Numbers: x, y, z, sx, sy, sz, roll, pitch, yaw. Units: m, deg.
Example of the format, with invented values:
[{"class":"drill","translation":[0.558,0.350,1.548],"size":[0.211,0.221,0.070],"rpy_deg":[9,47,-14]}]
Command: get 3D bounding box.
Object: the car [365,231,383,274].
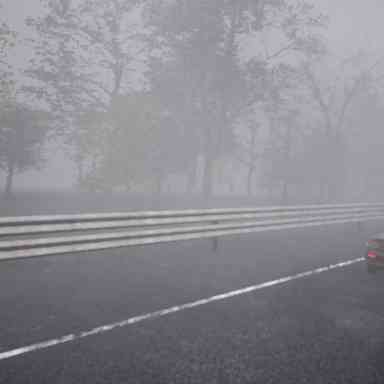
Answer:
[{"class":"car","translation":[6.295,1.428,8.805],"size":[4.674,1.442,1.812],"rpy_deg":[0,2,-39]}]
